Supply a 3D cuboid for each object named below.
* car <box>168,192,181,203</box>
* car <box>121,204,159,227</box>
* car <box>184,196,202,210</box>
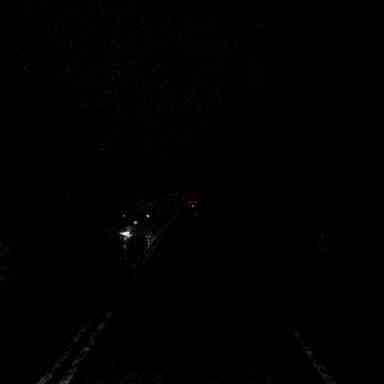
[{"bbox_3d":[-3.246,0.968,63.277,2.150,2.045,5.566,0,0,1],"label":"car"},{"bbox_3d":[-3.345,1.500,21.991,1.895,1.301,4.718,0,0,0],"label":"car"},{"bbox_3d":[0.110,1.316,40.426,1.837,1.490,4.892,0,1,0],"label":"car"}]
